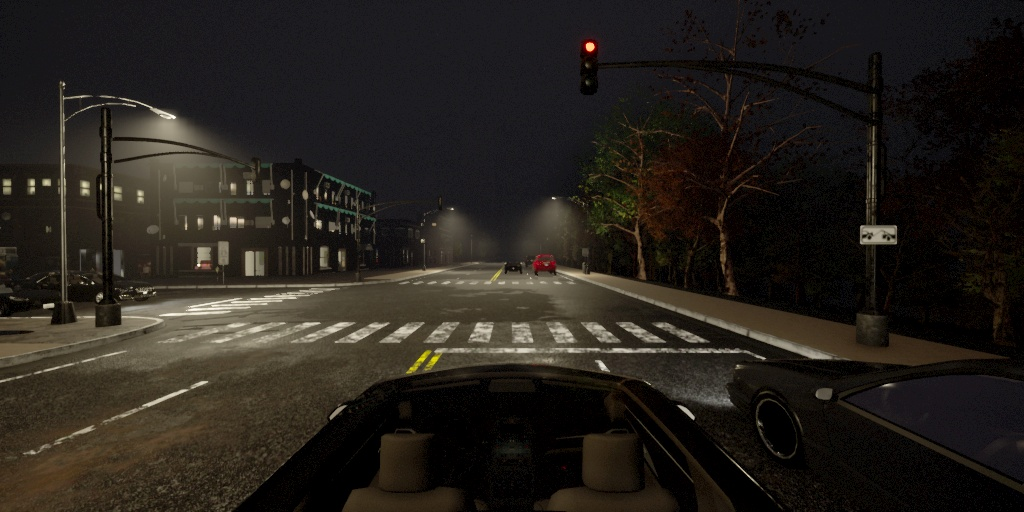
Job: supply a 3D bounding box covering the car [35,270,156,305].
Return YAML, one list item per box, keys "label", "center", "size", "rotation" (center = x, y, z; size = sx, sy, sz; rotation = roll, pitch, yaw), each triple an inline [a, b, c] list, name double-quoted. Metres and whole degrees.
- label: "car"
  center: [-19.320, 1.470, 16.435]
  size: [4.892, 1.490, 1.837]
  rotation: [-1, 1, -2]

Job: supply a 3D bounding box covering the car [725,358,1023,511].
- label: "car"
  center: [3.326, 1.297, 1.762]
  size: [2.033, 1.411, 5.357]
  rotation: [0, 0, 3]

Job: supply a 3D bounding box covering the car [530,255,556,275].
- label: "car"
  center: [3.406, 0.960, 38.158]
  size: [2.150, 2.045, 5.566]
  rotation: [0, 0, 0]

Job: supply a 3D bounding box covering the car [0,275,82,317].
- label: "car"
  center: [-19.930, 1.565, 13.755]
  size: [4.313, 1.339, 1.948]
  rotation: [0, 0, 0]

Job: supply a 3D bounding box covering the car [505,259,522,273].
- label: "car"
  center: [0.161, 1.214, 42.306]
  size: [1.882, 1.535, 5.008]
  rotation: [0, 0, 0]

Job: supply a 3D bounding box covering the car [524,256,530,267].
- label: "car"
  center: [3.447, 0.948, 64.522]
  size: [2.150, 2.045, 5.566]
  rotation: [0, 0, 0]
